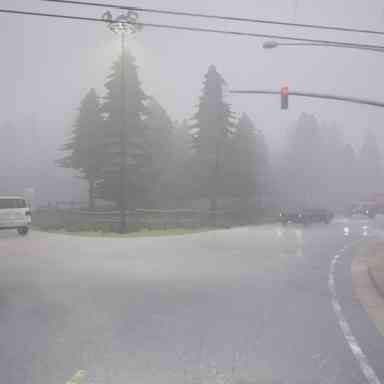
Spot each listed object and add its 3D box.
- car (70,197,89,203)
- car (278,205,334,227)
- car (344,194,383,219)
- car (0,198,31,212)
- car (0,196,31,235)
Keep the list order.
[{"bbox_3d":[-16.701,1.518,50.782,2.128,1.511,4.902,0,0,12],"label":"car"},{"bbox_3d":[7.948,1.601,23.035,4.718,1.301,1.895,0,0,-43],"label":"car"},{"bbox_3d":[15.904,1.221,30.027,5.566,2.045,2.150,0,0,-41],"label":"car"},{"bbox_3d":[-21.643,1.516,39.715,2.128,1.511,4.902,0,0,4],"label":"car"},{"bbox_3d":[-10.800,1.248,18.121,5.566,2.045,2.150,0,0,42],"label":"car"}]
